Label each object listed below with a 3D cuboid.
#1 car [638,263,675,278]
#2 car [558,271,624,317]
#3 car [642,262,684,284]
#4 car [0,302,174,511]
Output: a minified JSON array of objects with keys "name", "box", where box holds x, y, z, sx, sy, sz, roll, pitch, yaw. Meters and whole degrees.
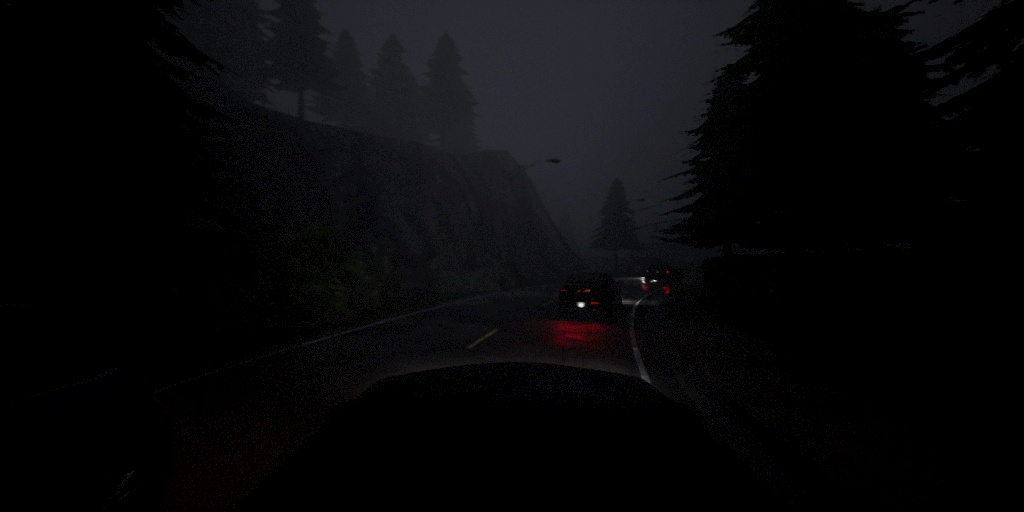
[{"name":"car","box":[15.880,1.550,39.256,2.128,1.511,4.902,1,0,42]},{"name":"car","box":[3.070,1.307,13.647,1.837,1.490,4.892,0,0,21]},{"name":"car","box":[12.899,1.320,30.197,2.097,1.767,4.553,1,0,39]},{"name":"car","box":[-3.559,1.043,0.629,2.097,1.767,4.553,1,0,2]}]
